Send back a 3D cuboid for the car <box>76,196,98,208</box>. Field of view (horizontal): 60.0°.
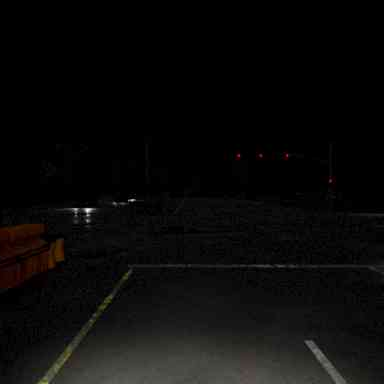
[{"bbox_3d":[-14.047,1.327,44.634,1.837,1.490,4.892,0,1,0],"label":"car"}]

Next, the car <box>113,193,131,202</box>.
[{"bbox_3d":[-13.950,1.086,65.264,2.097,1.767,4.553,0,0,0],"label":"car"}]

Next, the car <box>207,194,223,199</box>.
[{"bbox_3d":[6.999,1.145,94.647,2.033,1.411,5.357,0,0,-18],"label":"car"}]

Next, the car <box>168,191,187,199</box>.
[{"bbox_3d":[-4.171,0.821,95.213,2.150,2.045,5.566,0,0,-22],"label":"car"}]

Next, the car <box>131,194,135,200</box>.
[{"bbox_3d":[-15.732,1.174,84.895,2.128,1.511,4.902,0,0,-10],"label":"car"}]
